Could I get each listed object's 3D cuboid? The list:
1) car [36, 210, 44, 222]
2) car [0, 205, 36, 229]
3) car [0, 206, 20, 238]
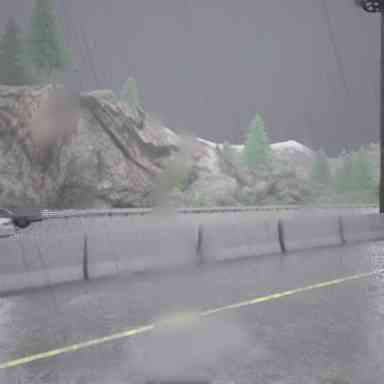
[{"bbox_3d":[-12.264,1.541,20.921,5.357,1.411,2.033,0,0,-34],"label":"car"},{"bbox_3d":[-11.145,1.503,17.399,4.892,1.490,1.837,0,0,-35],"label":"car"},{"bbox_3d":[-10.048,1.528,13.914,4.674,1.442,1.812,0,0,-35],"label":"car"}]
